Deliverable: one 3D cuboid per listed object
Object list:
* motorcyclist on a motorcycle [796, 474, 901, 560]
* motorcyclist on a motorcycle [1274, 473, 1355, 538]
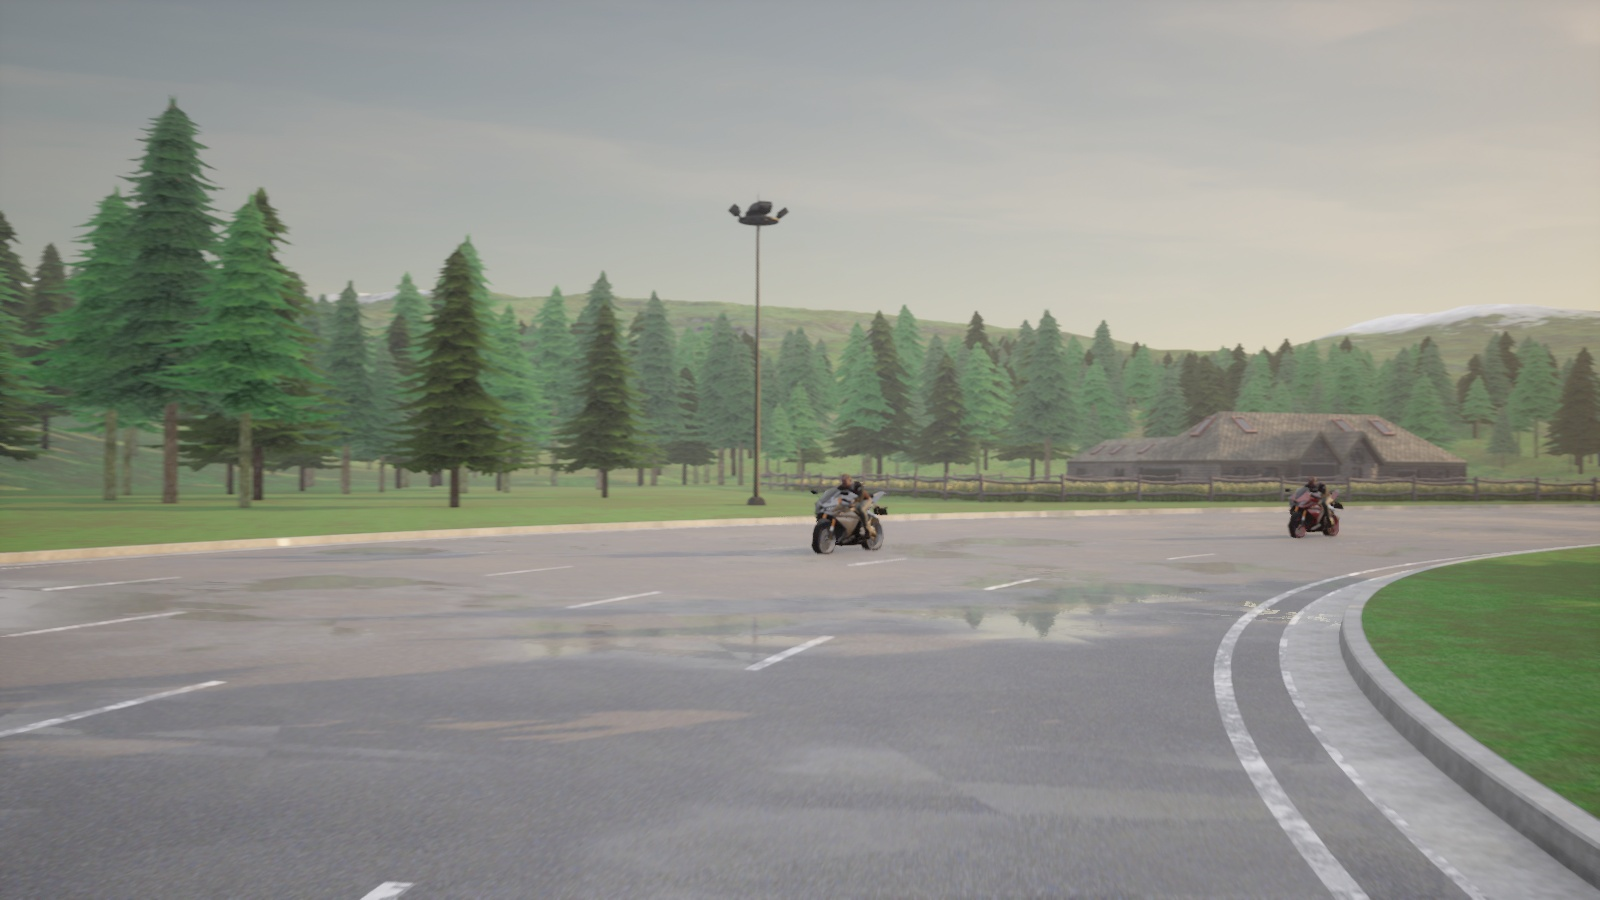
[{"bbox_3d":[0.939,1.231,23.842,0.866,1.530,2.191,0,-1,38],"label":"motorcyclist on a motorcycle"},{"bbox_3d":[12.469,1.318,30.404,2.191,1.530,0.866,1,-1,-39],"label":"motorcyclist on a motorcycle"}]
